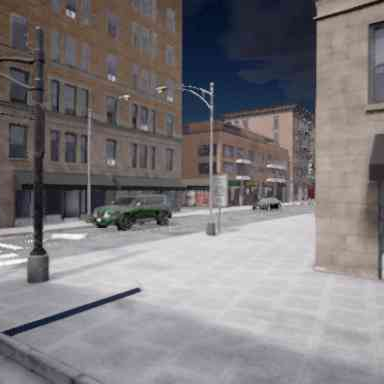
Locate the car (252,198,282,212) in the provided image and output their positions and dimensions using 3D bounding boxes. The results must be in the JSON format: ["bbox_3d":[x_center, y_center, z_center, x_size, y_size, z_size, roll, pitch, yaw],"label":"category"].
[{"bbox_3d":[8.475,1.390,37.480,1.882,1.535,5.008,1,0,36],"label":"car"}]

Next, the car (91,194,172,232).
[{"bbox_3d":[-3.535,1.182,20.587,2.150,2.045,5.566,1,1,35],"label":"car"}]
